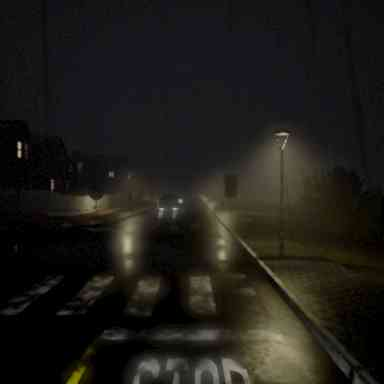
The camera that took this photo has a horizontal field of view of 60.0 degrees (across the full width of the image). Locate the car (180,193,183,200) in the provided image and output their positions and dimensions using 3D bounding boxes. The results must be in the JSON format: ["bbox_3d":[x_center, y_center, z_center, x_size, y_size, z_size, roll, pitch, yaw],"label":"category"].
[{"bbox_3d":[-2.791,0.805,63.888,1.895,1.301,4.718,0,1,0],"label":"car"}]

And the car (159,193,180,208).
[{"bbox_3d":[-2.774,1.023,39.248,1.882,1.535,5.008,0,2,0],"label":"car"}]
